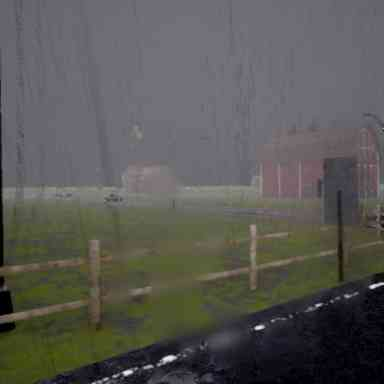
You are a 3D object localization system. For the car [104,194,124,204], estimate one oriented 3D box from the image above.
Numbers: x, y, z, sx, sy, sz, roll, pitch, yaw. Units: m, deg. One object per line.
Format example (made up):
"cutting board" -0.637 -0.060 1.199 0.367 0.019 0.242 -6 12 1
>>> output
"car" -12.810 1.051 54.262 1.837 1.490 4.892 -2 2 -36

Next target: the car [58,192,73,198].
"car" -31.649 0.800 84.375 1.837 1.490 4.892 -2 2 -36
